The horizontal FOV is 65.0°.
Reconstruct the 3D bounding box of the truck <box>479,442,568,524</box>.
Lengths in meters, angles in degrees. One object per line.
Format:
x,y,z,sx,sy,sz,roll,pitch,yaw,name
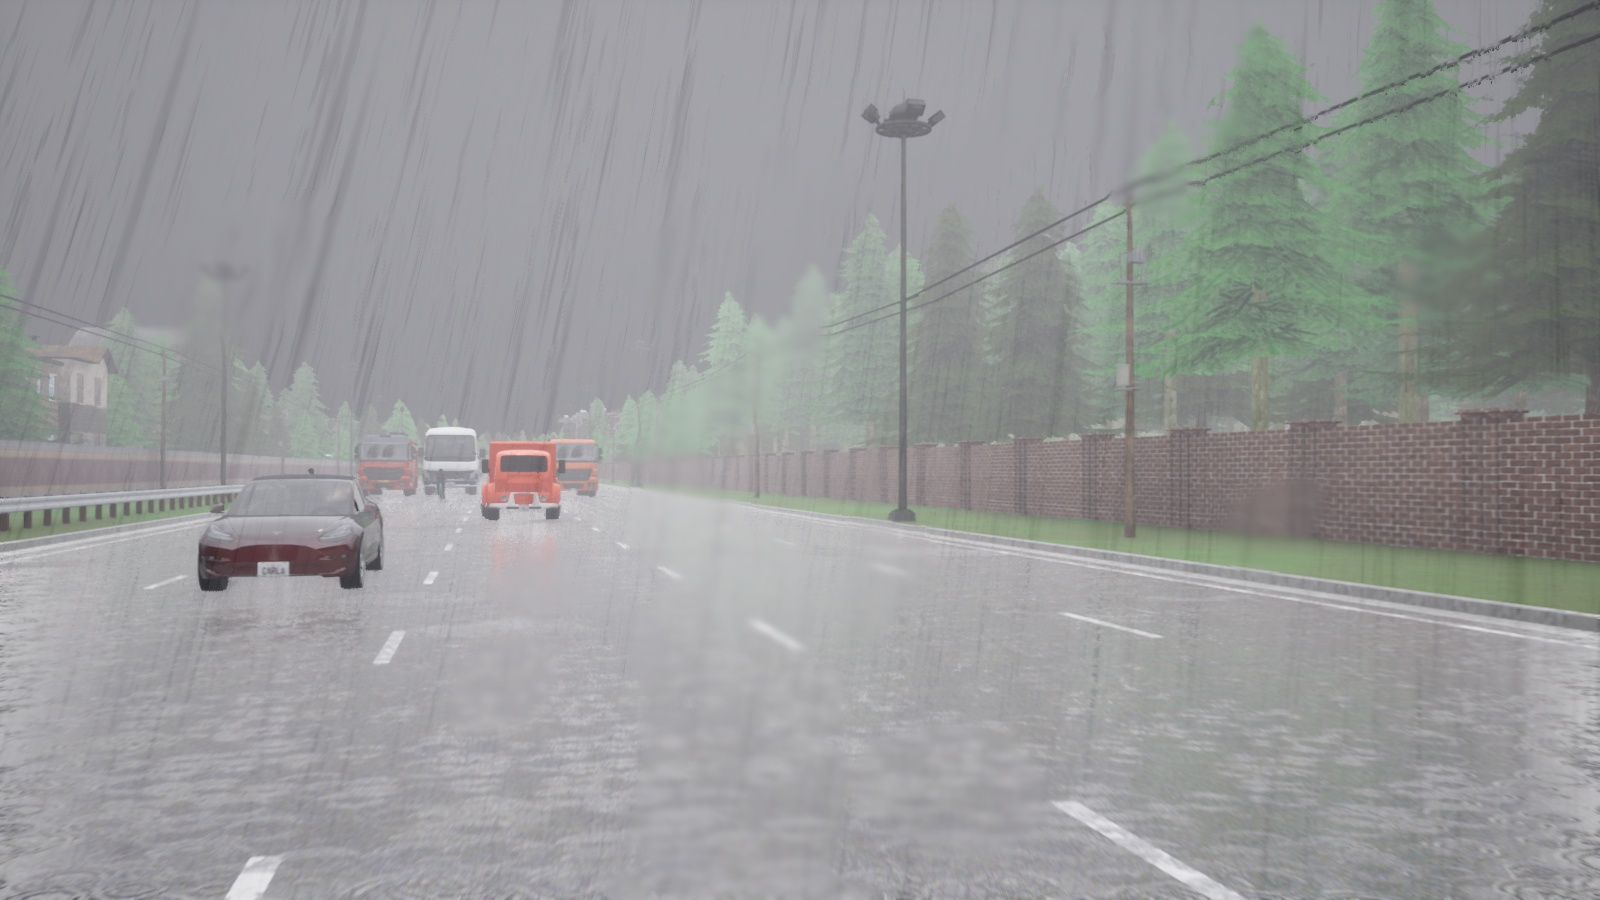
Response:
-8.969,1.044,40.550,2.627,2.467,5.204,0,-1,-14,truck

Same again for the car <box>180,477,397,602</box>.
-7.021,1.141,17.781,2.163,1.488,4.792,0,-1,-14,car

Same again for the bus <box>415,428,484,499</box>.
-22.401,0.884,80.862,3.944,4.253,10.273,0,-1,-14,bus

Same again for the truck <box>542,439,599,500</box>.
-13.862,1.153,75.392,2.891,3.462,7.936,0,-1,-14,truck

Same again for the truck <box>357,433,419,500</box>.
-24.722,1.017,75.607,2.891,3.827,8.468,0,-1,-14,truck
